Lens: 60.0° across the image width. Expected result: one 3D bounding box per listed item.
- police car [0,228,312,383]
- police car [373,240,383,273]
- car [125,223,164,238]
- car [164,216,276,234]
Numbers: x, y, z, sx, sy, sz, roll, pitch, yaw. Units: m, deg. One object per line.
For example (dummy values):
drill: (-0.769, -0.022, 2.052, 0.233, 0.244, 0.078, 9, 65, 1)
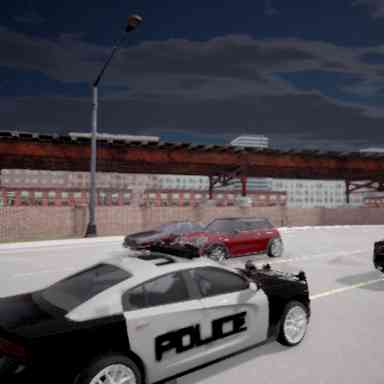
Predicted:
police car: (-0.137, 1.602, 5.028, 5.238, 1.638, 1.930, 1, -2, -37)
police car: (7.818, 1.704, 10.404, 5.238, 1.638, 1.930, 1, -2, -31)
car: (-0.592, 2.114, 16.222, 5.357, 1.411, 2.033, 1, -2, -34)
car: (1.486, 1.798, 13.336, 4.553, 1.767, 2.097, 1, -2, -33)
